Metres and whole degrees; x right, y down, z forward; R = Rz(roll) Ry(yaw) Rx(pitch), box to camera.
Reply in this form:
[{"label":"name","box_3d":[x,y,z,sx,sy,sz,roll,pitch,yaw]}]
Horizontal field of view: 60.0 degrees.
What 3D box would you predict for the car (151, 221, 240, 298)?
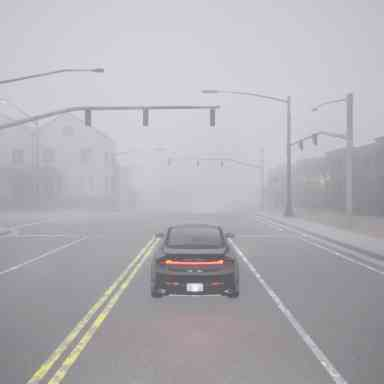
[{"label":"car","box_3d":[0.077,1.505,8.528,1.837,1.490,4.892,0,0,1]}]
